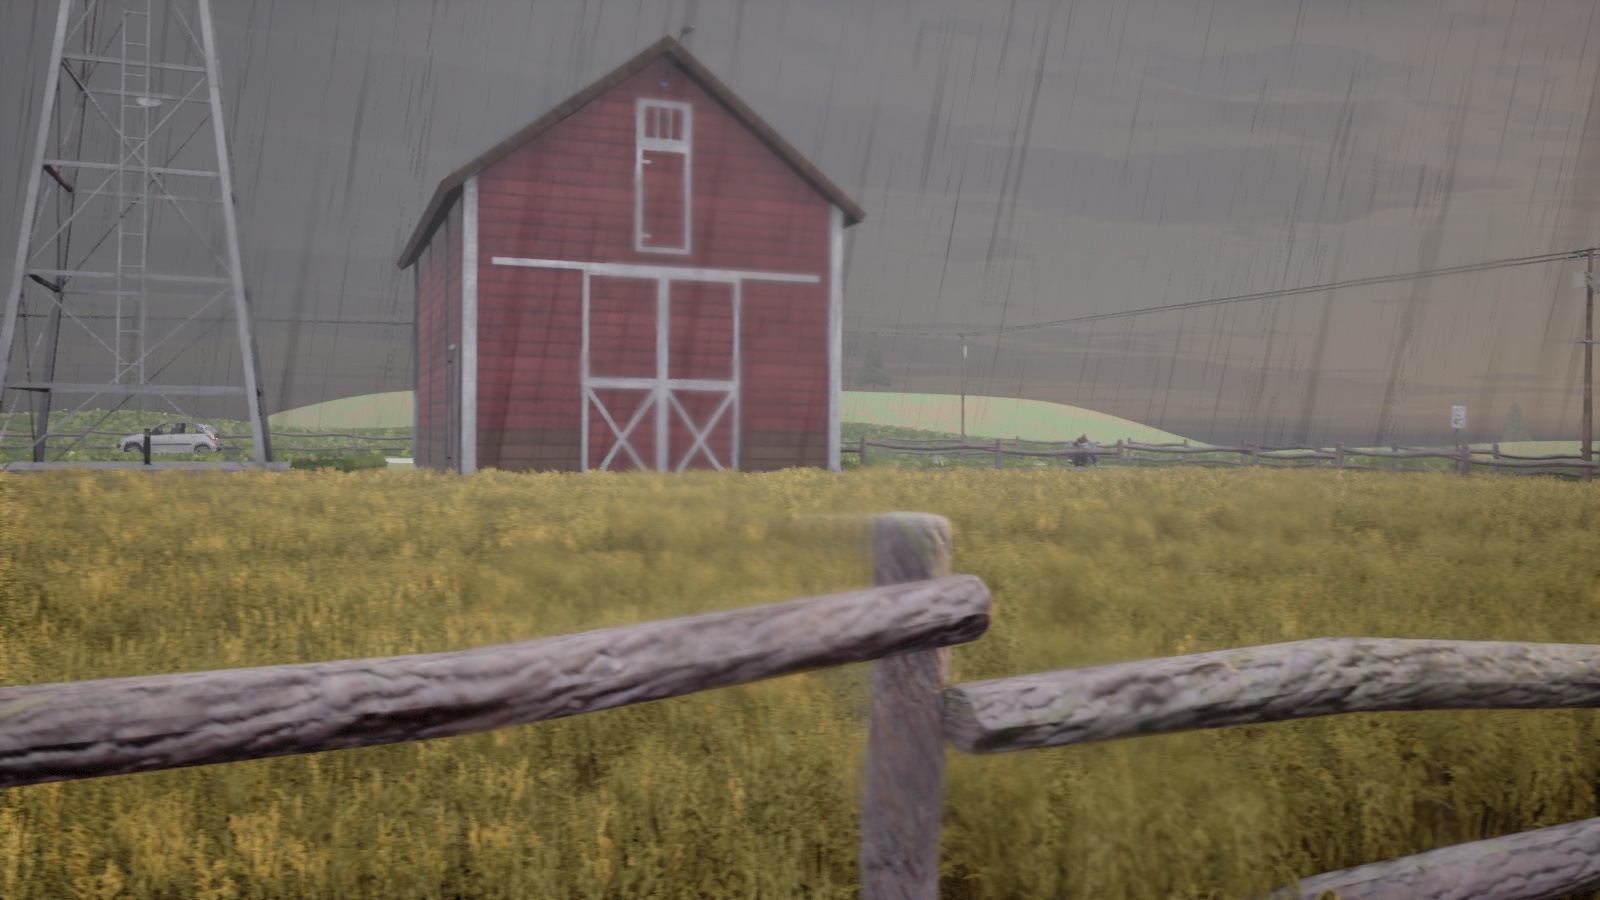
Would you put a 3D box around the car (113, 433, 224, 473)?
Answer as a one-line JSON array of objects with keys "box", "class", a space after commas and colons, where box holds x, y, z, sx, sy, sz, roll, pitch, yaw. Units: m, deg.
[{"box": [-27.173, 0.109, 54.163, 3.988, 1.617, 1.851, -1, 1, -15], "class": "car"}]

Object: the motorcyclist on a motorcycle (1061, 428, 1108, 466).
[{"box": [11.688, -0.133, 51.606, 0.866, 1.530, 2.191, -1, 1, -18], "class": "motorcyclist on a motorcycle"}]
